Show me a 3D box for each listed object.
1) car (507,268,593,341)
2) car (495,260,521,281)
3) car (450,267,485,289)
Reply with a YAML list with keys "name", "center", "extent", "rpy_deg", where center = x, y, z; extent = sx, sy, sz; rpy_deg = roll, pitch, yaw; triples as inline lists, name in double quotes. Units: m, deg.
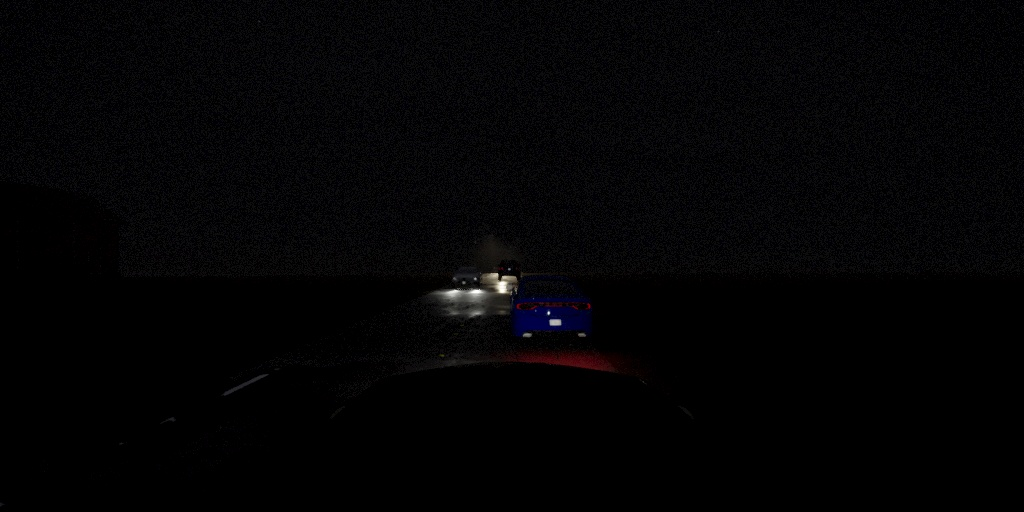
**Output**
- name: "car"
  center: [0.881, 1.254, 9.970]
  extent: [1.882, 1.535, 5.008]
  rpy_deg: [0, 0, -1]
- name: "car"
  center: [-0.285, 1.408, 36.536]
  extent: [2.150, 2.045, 5.566]
  rpy_deg: [0, -1, -1]
- name: "car"
  center: [-3.105, 1.478, 25.365]
  extent: [1.812, 1.442, 4.674]
  rpy_deg: [0, -1, 0]
